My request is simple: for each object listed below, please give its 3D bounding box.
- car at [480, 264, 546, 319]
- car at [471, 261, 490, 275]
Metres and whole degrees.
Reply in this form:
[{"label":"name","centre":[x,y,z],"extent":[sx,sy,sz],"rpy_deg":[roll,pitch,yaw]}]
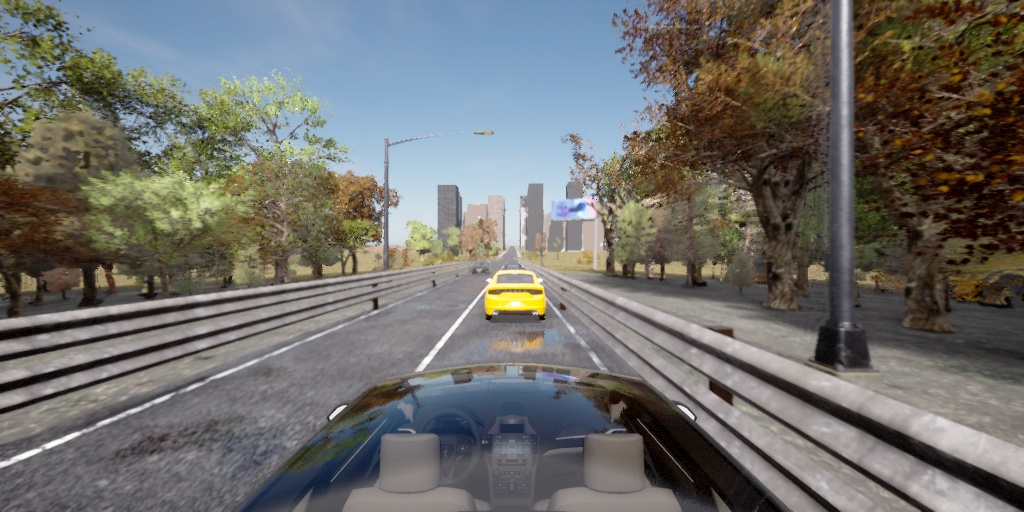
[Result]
[{"label":"car","centre":[0.103,1.235,12.823],"extent":[1.882,1.535,5.008],"rpy_deg":[0,0,0]},{"label":"car","centre":[-3.344,1.285,39.276],"extent":[1.837,1.490,4.892],"rpy_deg":[0,0,0]}]
